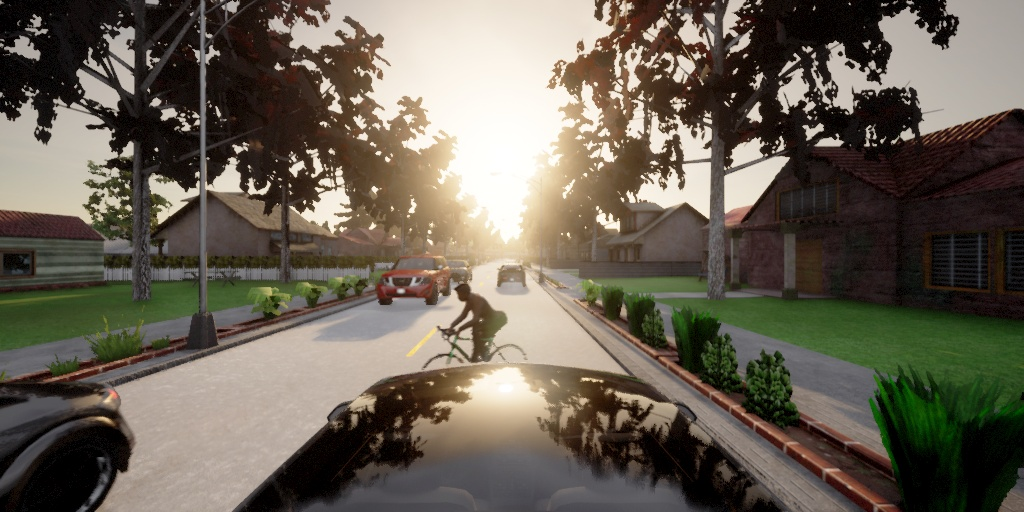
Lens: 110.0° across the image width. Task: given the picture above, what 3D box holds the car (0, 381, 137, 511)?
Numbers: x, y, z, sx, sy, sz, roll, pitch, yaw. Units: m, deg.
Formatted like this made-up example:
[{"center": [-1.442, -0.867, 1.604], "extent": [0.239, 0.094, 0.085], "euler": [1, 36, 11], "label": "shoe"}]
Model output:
[{"center": [-4.089, 1.313, 1.167], "extent": [1.994, 1.385, 4.181], "euler": [0, 0, 0], "label": "car"}]

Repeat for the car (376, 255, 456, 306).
[{"center": [-4.167, 0.971, 16.175], "extent": [2.150, 2.045, 5.566], "euler": [0, 0, 0], "label": "car"}]

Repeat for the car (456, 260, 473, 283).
[{"center": [-4.203, 1.098, 26.907], "extent": [2.097, 1.767, 4.553], "euler": [0, 0, 0], "label": "car"}]

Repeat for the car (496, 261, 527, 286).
[{"center": [-0.023, 1.251, 25.402], "extent": [1.837, 1.490, 4.892], "euler": [0, 0, 0], "label": "car"}]

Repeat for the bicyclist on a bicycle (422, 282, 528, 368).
[{"center": [-0.522, 1.195, 5.137], "extent": [1.656, 1.620, 0.582], "euler": [-2, 1, -24], "label": "bicyclist on a bicycle"}]
